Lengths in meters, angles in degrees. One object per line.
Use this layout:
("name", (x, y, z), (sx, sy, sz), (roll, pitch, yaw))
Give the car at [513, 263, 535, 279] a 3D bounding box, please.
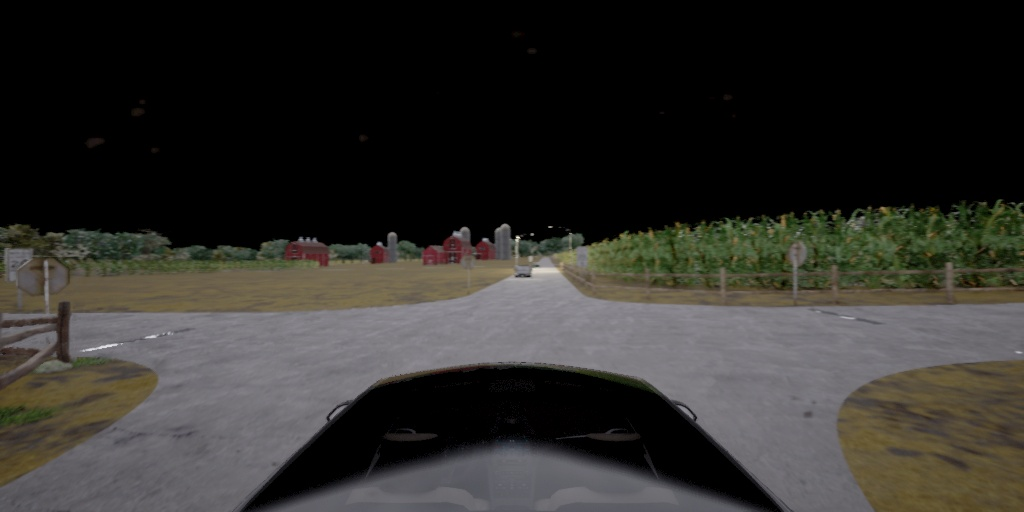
("car", (1.319, 1.792, 40.378), (1.837, 1.490, 4.892), (-1, 1, 6))
